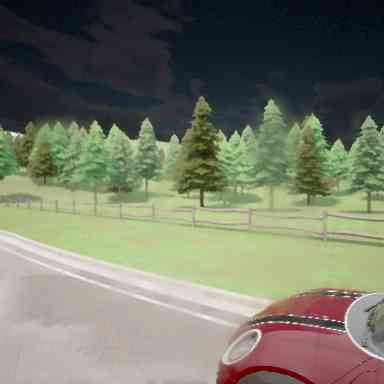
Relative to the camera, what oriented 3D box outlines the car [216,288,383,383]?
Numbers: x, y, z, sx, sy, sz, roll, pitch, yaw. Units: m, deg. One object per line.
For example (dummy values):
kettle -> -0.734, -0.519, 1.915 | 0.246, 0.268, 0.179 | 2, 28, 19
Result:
car -> 2.419, 1.353, 2.436 | 4.553, 1.767, 2.097 | 0, 0, 36
